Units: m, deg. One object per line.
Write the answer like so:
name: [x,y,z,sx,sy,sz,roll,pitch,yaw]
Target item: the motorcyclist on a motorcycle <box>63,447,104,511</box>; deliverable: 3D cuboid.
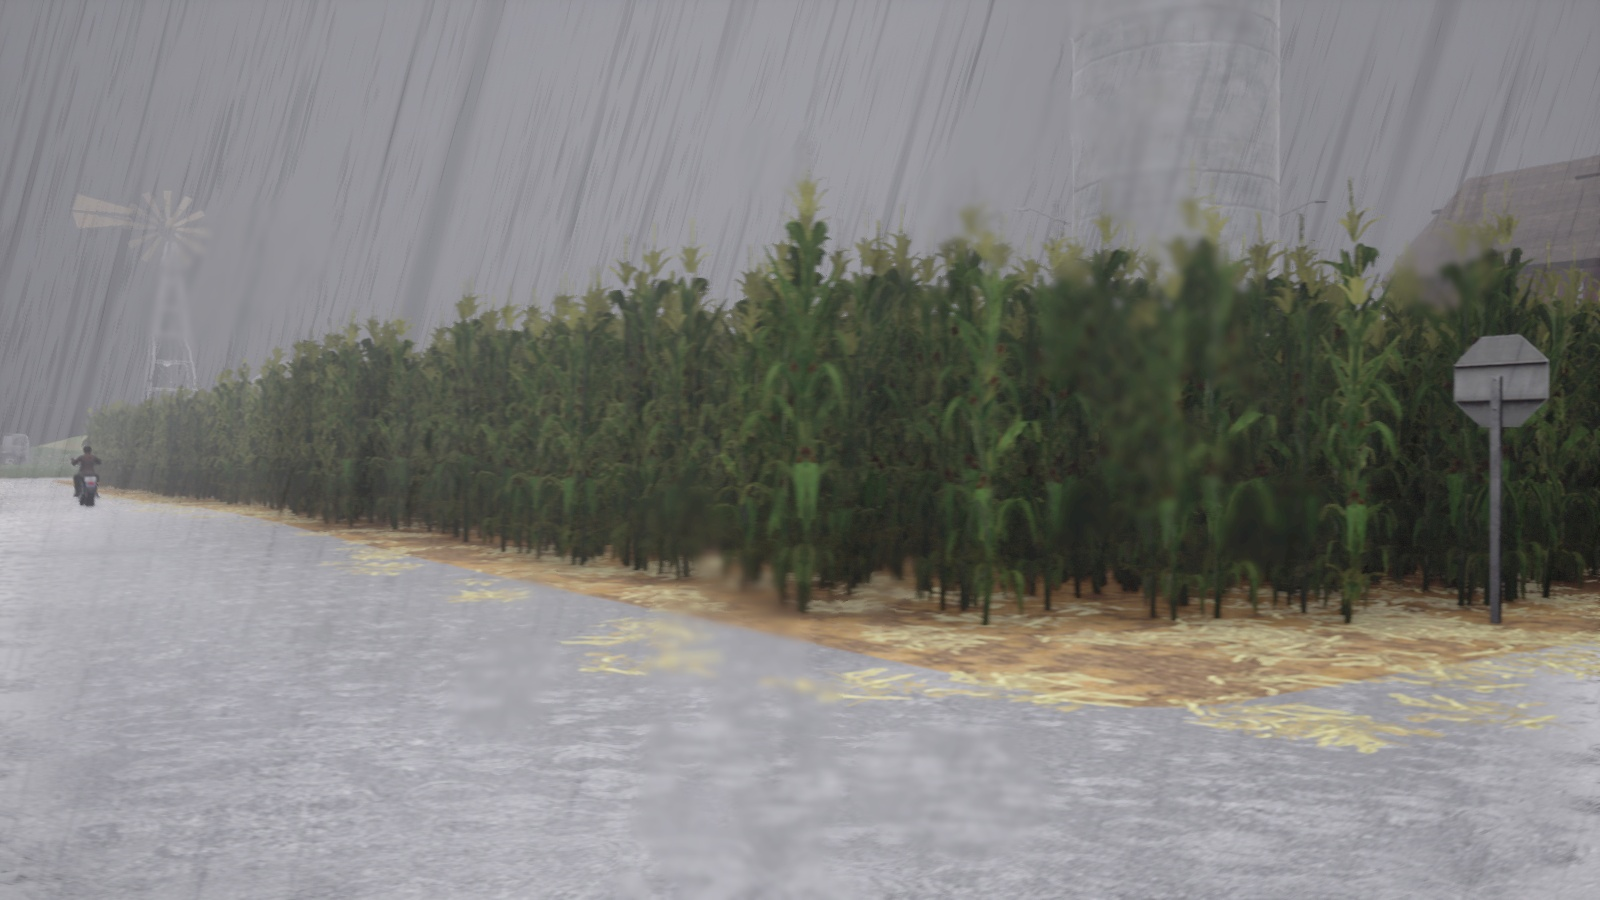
motorcyclist on a motorcycle: [-19.192,0.778,33.625,0.766,1.649,2.350,0,-1,-35]
